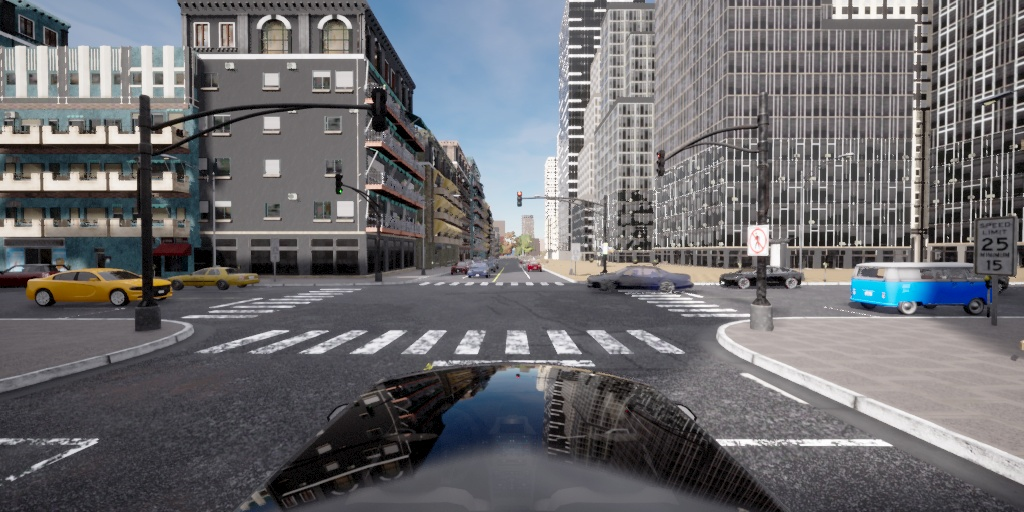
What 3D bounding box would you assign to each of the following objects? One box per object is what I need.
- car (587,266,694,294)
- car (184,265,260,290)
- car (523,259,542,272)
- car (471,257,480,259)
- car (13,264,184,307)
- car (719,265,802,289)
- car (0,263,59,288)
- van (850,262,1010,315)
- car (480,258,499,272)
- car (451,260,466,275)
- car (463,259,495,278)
[{"bbox_3d":[6.801,1.242,19.435,5.357,1.411,2.033,0,1,10],"label":"car"},{"bbox_3d":[-17.829,1.247,21.371,4.829,1.417,1.751,0,0,0],"label":"car"},{"bbox_3d":[2.776,1.290,45.103,1.888,1.381,4.507,0,0,0],"label":"car"},{"bbox_3d":[-5.572,1.184,45.069,1.967,1.591,4.097,0,0,0],"label":"car"},{"bbox_3d":[-17.726,1.287,15.567,5.008,1.535,1.882,0,1,0],"label":"car"},{"bbox_3d":[14.729,1.216,21.334,4.313,1.339,1.948,0,0,0],"label":"car"},{"bbox_3d":[-28.727,1.190,21.384,4.097,1.591,1.967,0,0,0],"label":"car"},{"bbox_3d":[14.719,1.117,12.953,3.998,1.789,1.690,0,0,0],"label":"van"},{"bbox_3d":[-2.981,1.309,44.003,1.994,1.385,4.181,0,0,0],"label":"car"},{"bbox_3d":[-5.587,1.290,39.420,1.888,1.381,4.507,0,0,0],"label":"car"},{"bbox_3d":[-3.011,1.292,33.970,2.033,1.411,5.357,0,0,0],"label":"car"}]
